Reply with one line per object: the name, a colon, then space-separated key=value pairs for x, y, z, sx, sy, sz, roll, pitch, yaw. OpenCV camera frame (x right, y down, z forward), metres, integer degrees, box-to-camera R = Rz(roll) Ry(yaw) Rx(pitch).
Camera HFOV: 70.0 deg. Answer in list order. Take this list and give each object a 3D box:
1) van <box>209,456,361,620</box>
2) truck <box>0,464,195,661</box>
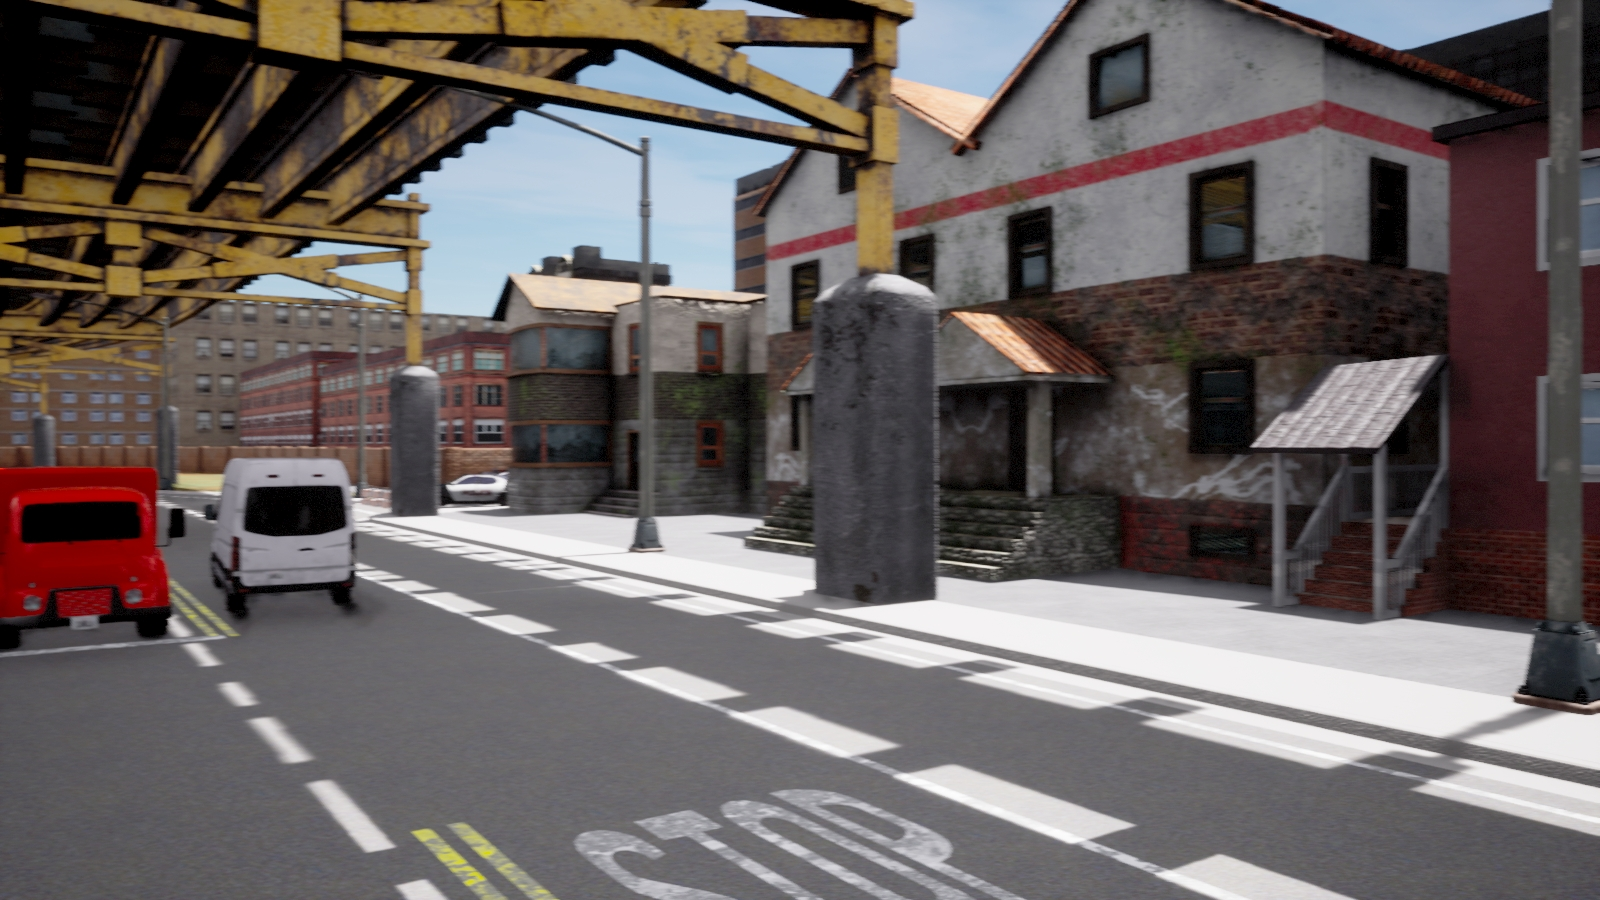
van: x=-9.751 y=1.420 z=21.336 sx=1.988 sy=2.561 sz=5.915 roll=0 pitch=0 yaw=-30
truck: x=-11.046 y=1.488 z=17.413 sx=2.627 sy=2.467 sz=5.204 roll=0 pitch=0 yaw=-35
